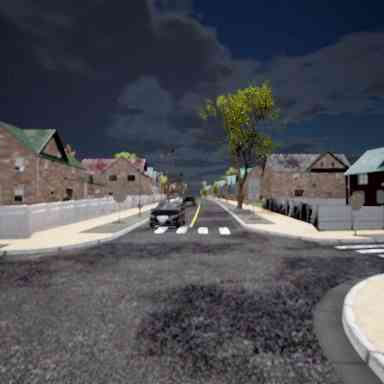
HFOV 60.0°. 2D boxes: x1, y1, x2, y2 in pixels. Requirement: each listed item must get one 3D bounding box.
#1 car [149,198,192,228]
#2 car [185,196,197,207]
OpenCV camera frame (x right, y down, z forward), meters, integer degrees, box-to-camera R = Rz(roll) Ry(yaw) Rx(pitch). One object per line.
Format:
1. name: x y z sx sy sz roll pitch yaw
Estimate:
1. car: -1.480 1.386 21.514 2.128 1.511 4.902 0 0 5
2. car: -0.336 1.377 48.222 1.812 1.442 4.674 0 0 2
